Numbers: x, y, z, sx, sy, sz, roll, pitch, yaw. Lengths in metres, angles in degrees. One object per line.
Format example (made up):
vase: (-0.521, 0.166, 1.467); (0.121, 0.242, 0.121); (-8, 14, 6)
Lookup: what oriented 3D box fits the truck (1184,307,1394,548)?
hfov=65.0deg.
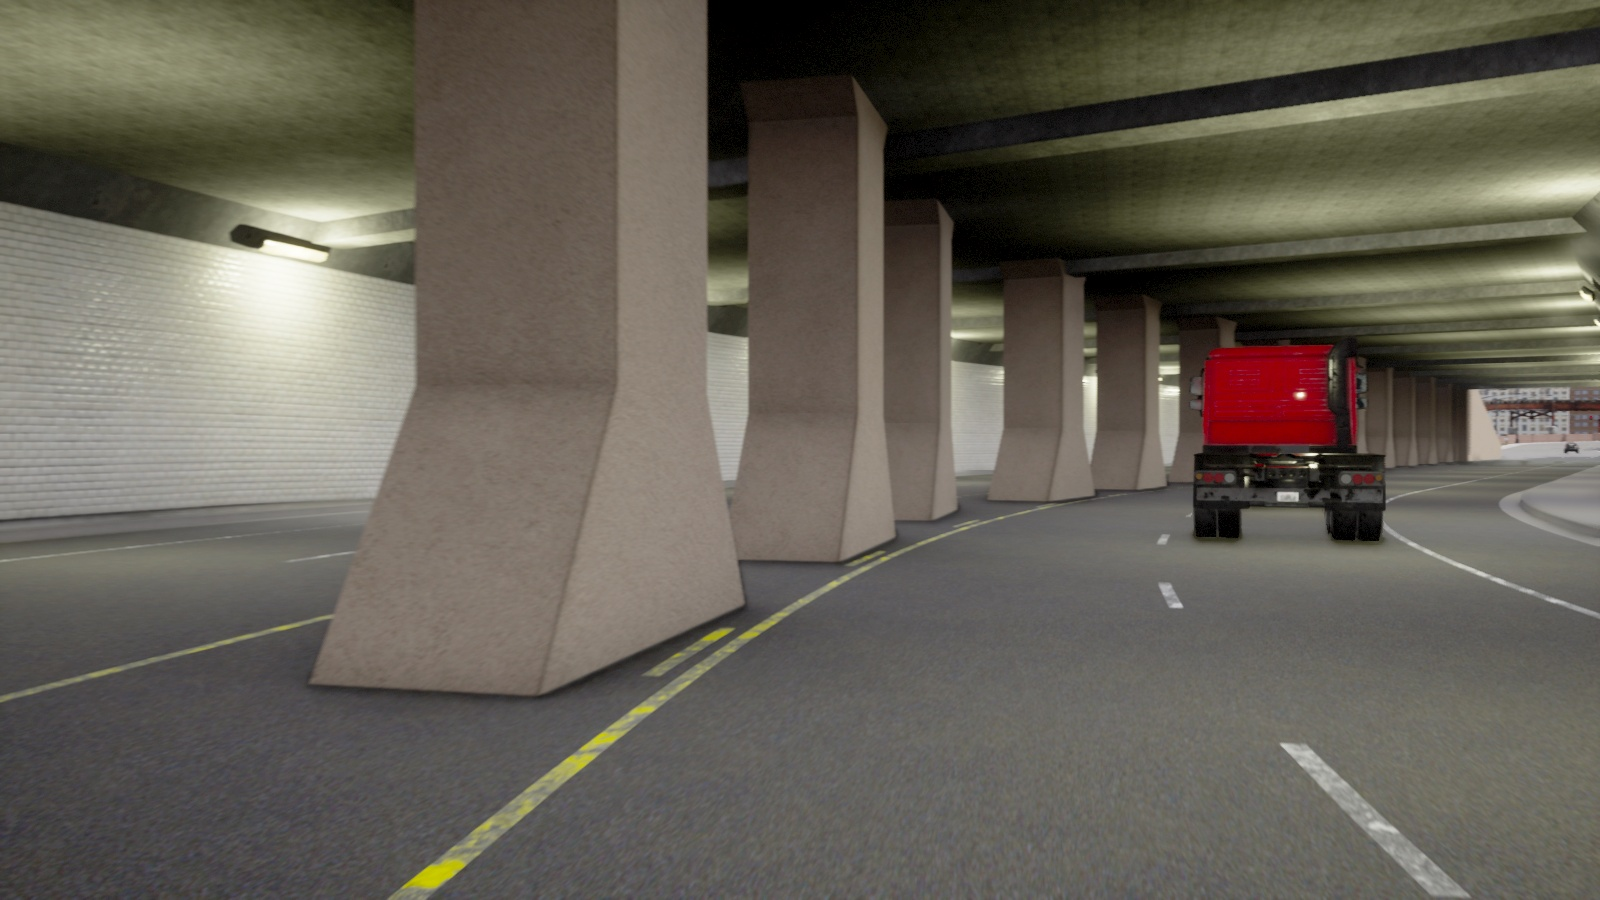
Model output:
truck: (8.508, -0.344, 22.298); (2.891, 3.462, 7.936); (0, 0, 19)
